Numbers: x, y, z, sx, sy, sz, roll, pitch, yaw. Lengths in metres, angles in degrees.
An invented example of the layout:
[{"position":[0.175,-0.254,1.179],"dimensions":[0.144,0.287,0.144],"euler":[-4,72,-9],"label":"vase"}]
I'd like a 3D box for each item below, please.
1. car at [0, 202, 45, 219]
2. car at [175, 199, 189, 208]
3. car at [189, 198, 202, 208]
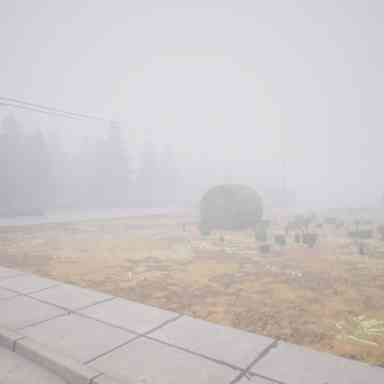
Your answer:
[{"position":[-15.400,1.602,29.747],"dimensions":[1.994,1.385,4.181],"euler":[0,0,36],"label":"car"},{"position":[-0.484,1.639,49.905],"dimensions":[1.895,1.301,4.718],"euler":[0,0,37],"label":"car"},{"position":[2.053,1.562,47.178],"dimensions":[1.812,1.442,4.674],"euler":[0,0,36],"label":"car"}]
